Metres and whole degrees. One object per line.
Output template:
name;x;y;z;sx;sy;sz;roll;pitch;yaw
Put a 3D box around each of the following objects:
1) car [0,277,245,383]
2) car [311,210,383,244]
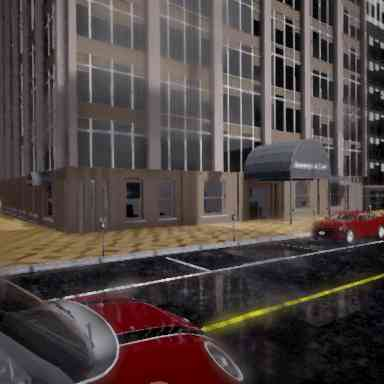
car;-1.729;1.351;2.201;4.553;1.767;2.097;0;0;-36
car;7.474;1.541;15.764;4.507;1.381;1.887;0;-1;-35
